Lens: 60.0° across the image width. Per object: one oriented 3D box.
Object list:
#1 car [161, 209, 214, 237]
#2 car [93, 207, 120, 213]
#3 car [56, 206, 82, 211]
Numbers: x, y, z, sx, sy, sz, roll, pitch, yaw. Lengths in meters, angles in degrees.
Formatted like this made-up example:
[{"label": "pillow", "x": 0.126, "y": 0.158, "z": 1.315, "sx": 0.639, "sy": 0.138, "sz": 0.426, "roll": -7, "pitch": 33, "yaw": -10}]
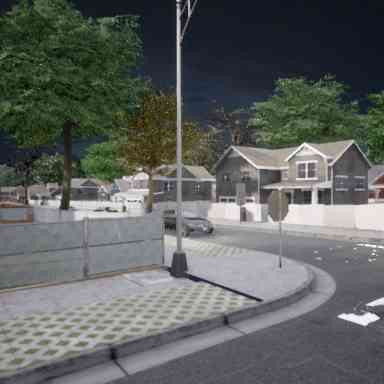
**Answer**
[{"label": "car", "x": -0.654, "y": 1.790, "z": 19.984, "sx": 1.812, "sy": 1.442, "sz": 4.674, "roll": 0, "pitch": -1, "yaw": -36}, {"label": "car", "x": -7.604, "y": 2.021, "z": 29.550, "sx": 1.994, "sy": 1.385, "sz": 4.181, "roll": 0, "pitch": -1, "yaw": -35}, {"label": "car", "x": -14.483, "y": 2.243, "z": 39.047, "sx": 1.895, "sy": 1.301, "sz": 4.718, "roll": 0, "pitch": -1, "yaw": -36}]
